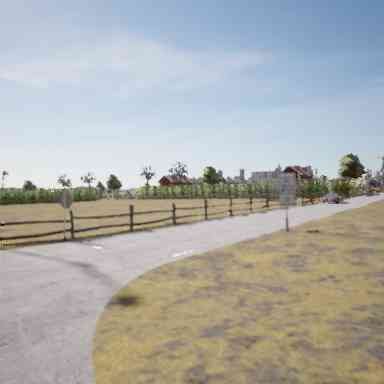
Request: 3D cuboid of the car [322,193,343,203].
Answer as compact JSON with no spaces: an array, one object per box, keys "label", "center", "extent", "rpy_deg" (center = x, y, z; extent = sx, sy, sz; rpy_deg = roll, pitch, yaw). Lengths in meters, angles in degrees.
[{"label":"car","center":[19.494,0.842,46.047],"extent":[1.994,1.385,4.181],"rpy_deg":[-1,1,36]}]
